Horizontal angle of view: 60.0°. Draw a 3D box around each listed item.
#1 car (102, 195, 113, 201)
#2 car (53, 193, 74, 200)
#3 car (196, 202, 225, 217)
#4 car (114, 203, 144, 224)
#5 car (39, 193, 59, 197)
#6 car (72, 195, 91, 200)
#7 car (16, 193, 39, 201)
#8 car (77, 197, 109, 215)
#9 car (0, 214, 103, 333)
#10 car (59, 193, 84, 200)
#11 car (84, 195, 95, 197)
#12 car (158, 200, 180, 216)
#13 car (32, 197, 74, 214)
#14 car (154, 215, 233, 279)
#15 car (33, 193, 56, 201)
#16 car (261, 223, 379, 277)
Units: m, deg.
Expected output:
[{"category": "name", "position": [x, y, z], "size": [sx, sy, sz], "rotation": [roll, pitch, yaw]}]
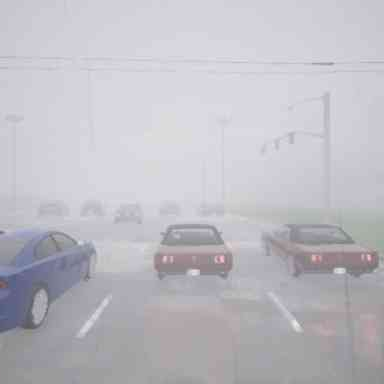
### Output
[{"category": "car", "position": [-21.731, 1.477, 84.153], "size": [4.674, 1.442, 1.812], "rotation": [0, 0, 42]}, {"category": "car", "position": [-34.183, 1.175, 88.488], "size": [5.566, 2.045, 2.150], "rotation": [0, 0, 25]}, {"category": "car", "position": [1.583, 1.583, 30.723], "size": [1.895, 1.301, 4.718], "rotation": [0, 0, -9]}, {"category": "car", "position": [-4.588, 1.533, 24.500], "size": [2.033, 1.411, 5.357], "rotation": [0, 0, -7]}, {"category": "car", "position": [-33.491, 1.180, 79.960], "size": [5.566, 2.045, 2.150], "rotation": [0, 0, 32]}, {"category": "car", "position": [-29.931, 1.474, 90.092], "size": [4.902, 1.511, 2.128], "rotation": [0, 0, 28]}, {"category": "car", "position": [-38.208, 1.181, 78.728], "size": [5.566, 2.045, 2.150], "rotation": [0, 0, 28]}, {"category": "car", "position": [-9.102, 1.487, 30.882], "size": [1.837, 1.490, 4.892], "rotation": [0, 0, -10]}, {"category": "car", "position": [-3.451, 1.474, 6.882], "size": [1.882, 1.535, 5.008], "rotation": [0, 0, -1]}, {"category": "car", "position": [-29.479, 1.494, 81.403], "size": [5.357, 1.411, 2.033], "rotation": [0, 0, 35]}, {"category": "car", "position": [-25.986, 1.453, 83.140], "size": [4.892, 1.490, 1.837], "rotation": [0, 0, 39]}, {"category": "car", "position": [-2.277, 1.507, 32.465], "size": [1.812, 1.442, 4.674], "rotation": [0, 0, -10]}, {"category": "car", "position": [-12.595, 1.475, 30.460], "size": [2.128, 1.511, 4.902], "rotation": [0, 0, -10]}, {"category": "car", "position": [-0.023, 1.595, 10.003], "size": [1.895, 1.301, 4.718], "rotation": [0, 0, -2]}, {"category": "car", "position": [-38.284, 1.177, 86.568], "size": [5.566, 2.045, 2.150], "rotation": [0, 0, 21]}, {"category": "car", "position": [3.474, 1.595, 10.154], "size": [1.895, 1.301, 4.718], "rotation": [0, 0, -2]}]
